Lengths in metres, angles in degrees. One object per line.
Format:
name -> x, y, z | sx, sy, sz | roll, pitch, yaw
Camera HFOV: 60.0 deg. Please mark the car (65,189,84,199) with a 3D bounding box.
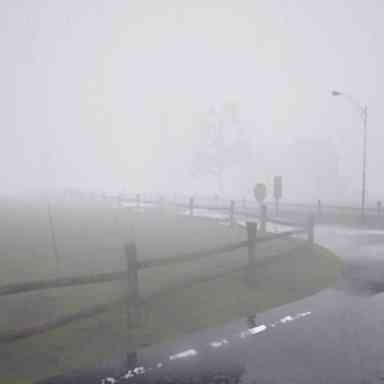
car -> -17.941, 0.242, 50.507 | 2.128, 1.511, 4.902 | 0, 1, -35
